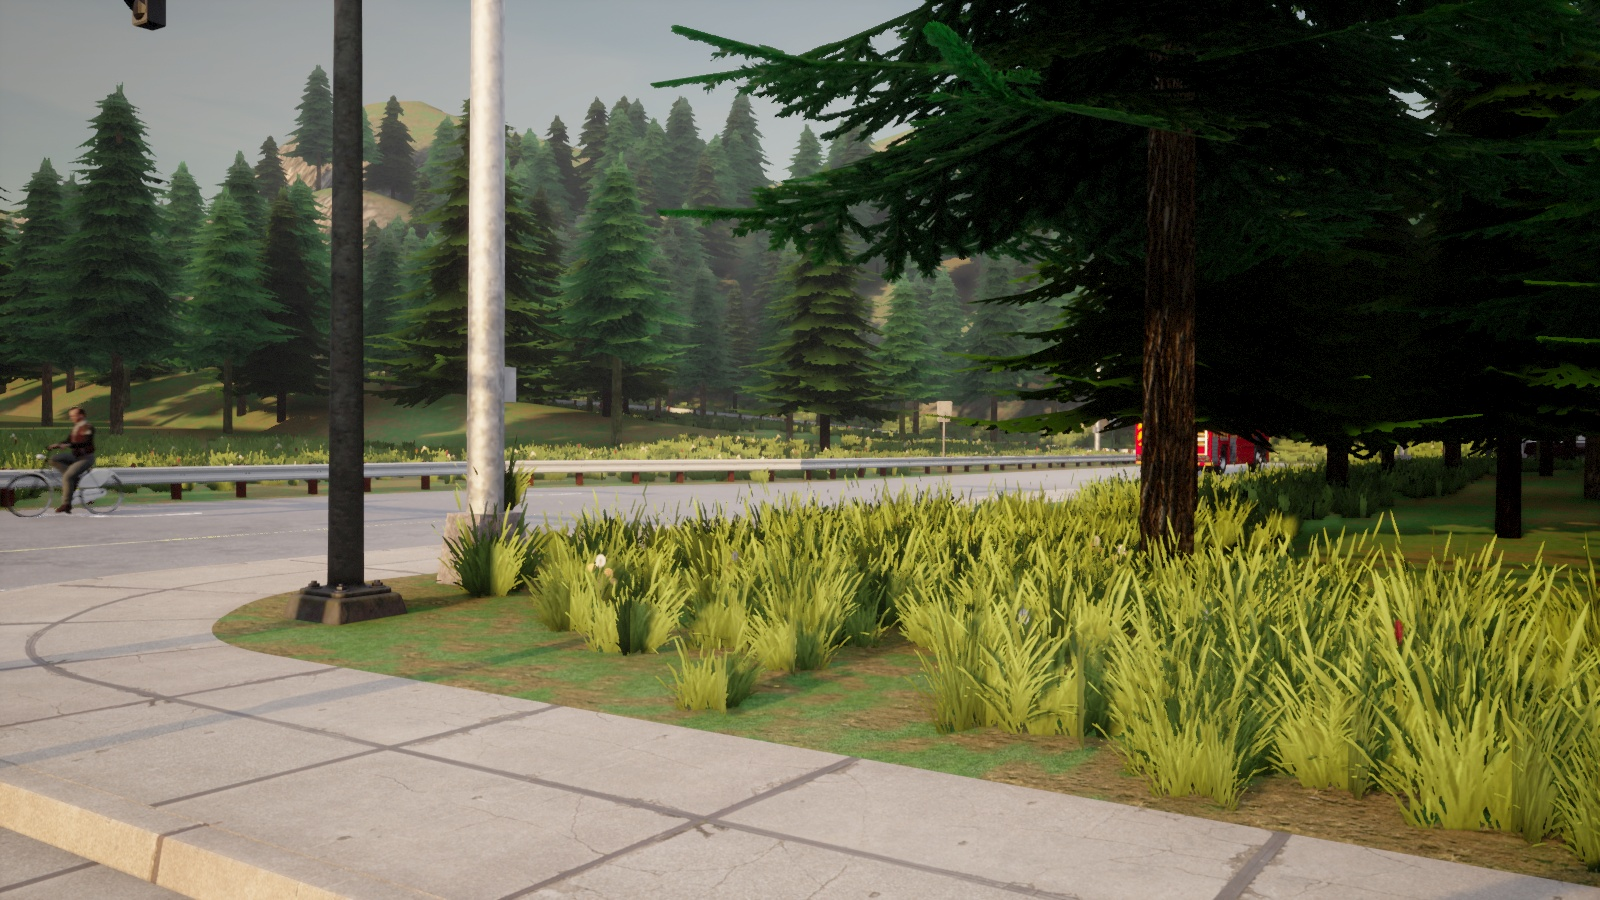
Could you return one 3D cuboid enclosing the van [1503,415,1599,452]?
[{"bbox_3d":[42.843,-0.936,71.484,4.480,2.038,2.069,0,1,5],"label":"van"}]

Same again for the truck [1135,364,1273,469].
[{"bbox_3d":[16.175,-1.287,49.850,2.891,3.827,8.468,0,1,35],"label":"truck"}]

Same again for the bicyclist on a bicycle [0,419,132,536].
[{"bbox_3d":[-11.788,0.408,20.084,0.659,1.776,1.843,0,1,33],"label":"bicyclist on a bicycle"}]
